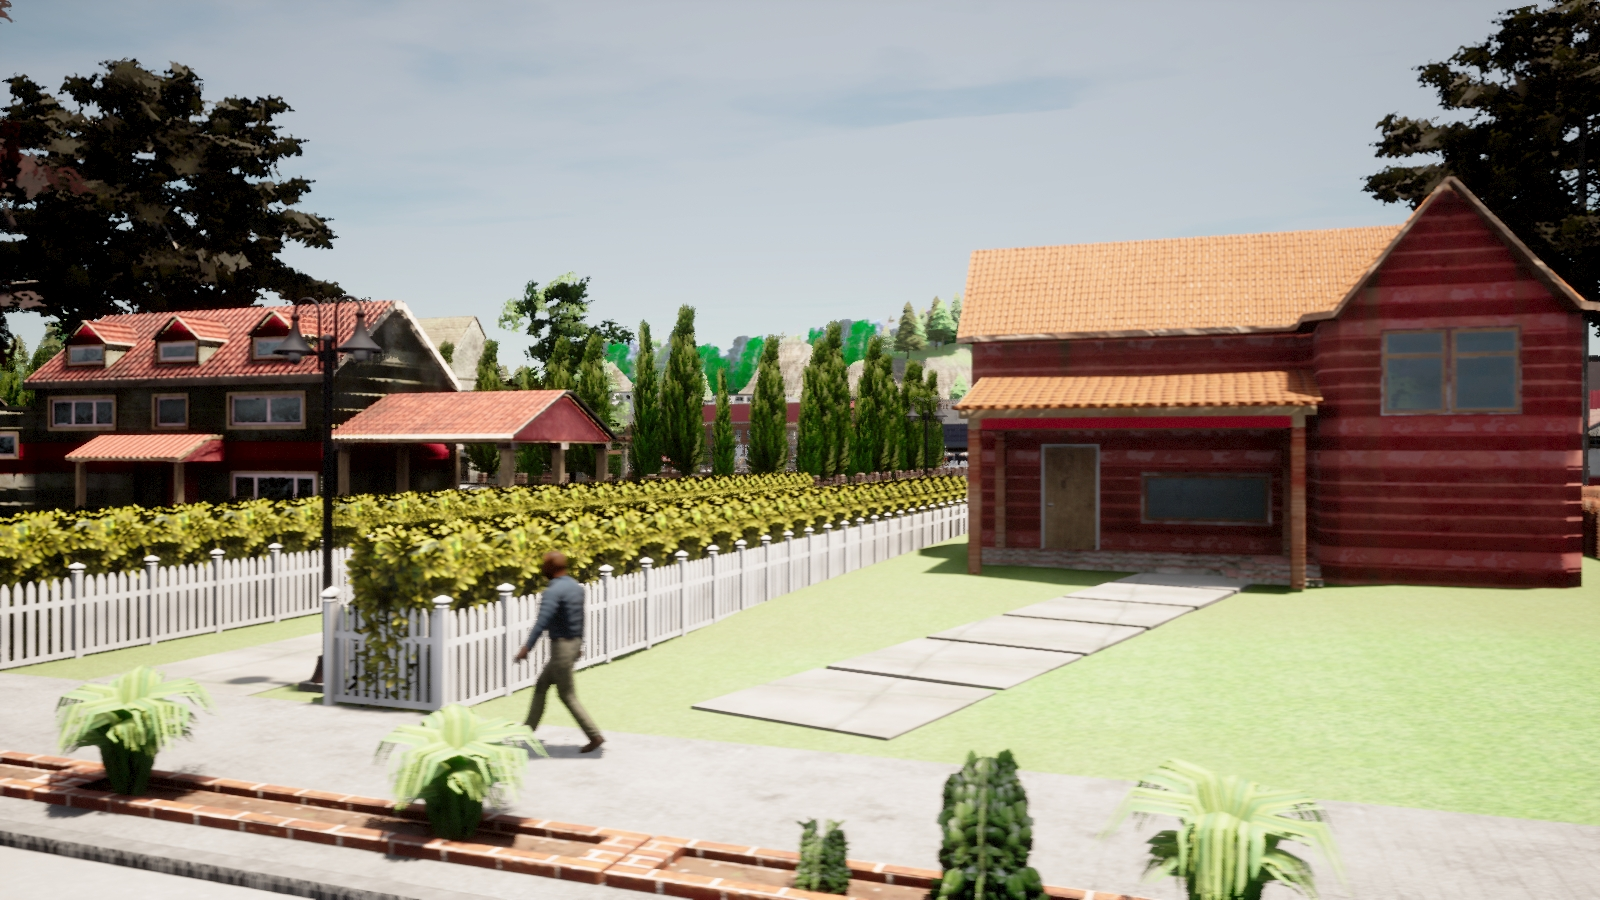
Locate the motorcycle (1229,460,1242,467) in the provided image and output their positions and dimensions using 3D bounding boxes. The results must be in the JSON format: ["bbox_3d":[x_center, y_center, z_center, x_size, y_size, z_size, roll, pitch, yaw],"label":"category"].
[{"bbox_3d":[72.449,2.186,190.257,2.033,1.199,0.803,0,0,20],"label":"motorcycle"}]

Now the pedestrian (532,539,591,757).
[{"bbox_3d":[-2.119,1.743,10.170,0.375,1.860,0.375,0,0,18],"label":"pedestrian"}]
